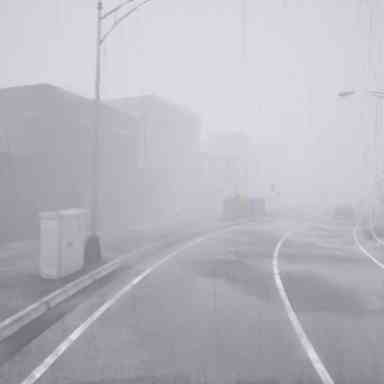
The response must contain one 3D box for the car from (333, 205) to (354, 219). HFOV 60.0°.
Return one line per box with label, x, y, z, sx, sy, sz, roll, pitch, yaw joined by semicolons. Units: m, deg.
car;17.123;2.164;37.523;1.812;1.442;4.674;3;0;28
